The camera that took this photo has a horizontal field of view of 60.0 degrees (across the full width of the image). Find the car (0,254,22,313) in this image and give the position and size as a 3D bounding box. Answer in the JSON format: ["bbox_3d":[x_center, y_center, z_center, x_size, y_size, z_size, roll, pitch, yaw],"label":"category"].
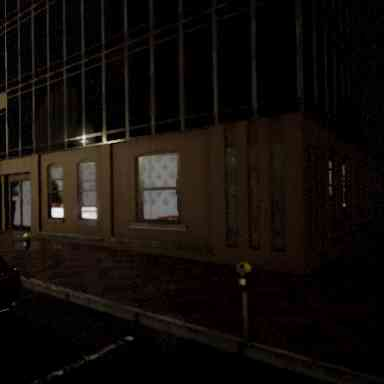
[{"bbox_3d":[-4.996,1.548,6.407,4.403,1.369,2.008,0,-1,35],"label":"car"}]
